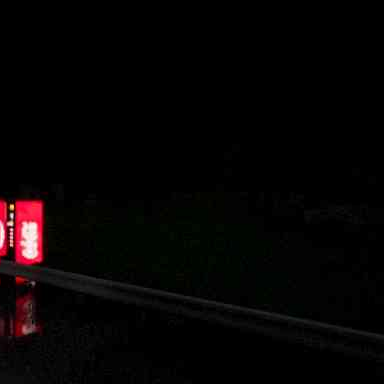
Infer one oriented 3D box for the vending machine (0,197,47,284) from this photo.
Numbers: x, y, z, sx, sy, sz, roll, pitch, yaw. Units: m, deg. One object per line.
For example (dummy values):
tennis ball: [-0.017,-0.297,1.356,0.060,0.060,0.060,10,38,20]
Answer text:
vending machine: [-4.615,1.191,8.824,0.880,2.100,1.100,0,0,33]
